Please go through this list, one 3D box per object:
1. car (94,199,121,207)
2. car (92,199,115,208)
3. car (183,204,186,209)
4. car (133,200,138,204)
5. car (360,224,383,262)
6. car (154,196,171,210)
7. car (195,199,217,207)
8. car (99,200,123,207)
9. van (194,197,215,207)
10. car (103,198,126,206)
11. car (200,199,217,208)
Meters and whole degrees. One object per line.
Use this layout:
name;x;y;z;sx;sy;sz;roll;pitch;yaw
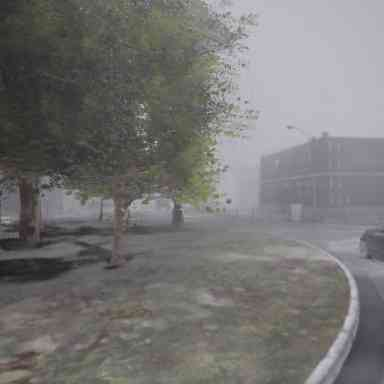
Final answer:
car;-17.375;2.324;68.415;5.008;1.535;2.097;0;0;1
car;-17.400;2.179;65.653;4.553;1.767;2.185;0;0;1
car;-1.948;2.344;58.140;2.033;1.411;5.357;0;0;0
car;-17.088;2.131;82.202;5.566;2.045;2.435;0;0;1
car;6.865;1.675;10.564;2.128;1.511;4.902;0;-1;12
car;-4.913;2.006;57.441;2.150;2.045;5.566;0;0;0
car;2.832;2.248;68.794;4.553;1.767;2.185;0;0;1
car;-17.305;2.379;71.170;4.674;1.452;2.002;0;0;1
van;2.751;2.165;71.705;4.442;1.987;1.878;0;0;1
car;-17.215;2.228;73.927;4.553;1.767;2.185;0;0;1
car;2.645;2.359;63.361;4.792;1.488;2.163;0;0;1
